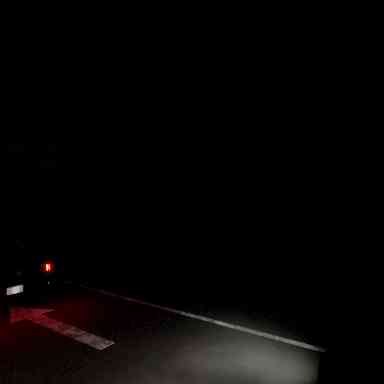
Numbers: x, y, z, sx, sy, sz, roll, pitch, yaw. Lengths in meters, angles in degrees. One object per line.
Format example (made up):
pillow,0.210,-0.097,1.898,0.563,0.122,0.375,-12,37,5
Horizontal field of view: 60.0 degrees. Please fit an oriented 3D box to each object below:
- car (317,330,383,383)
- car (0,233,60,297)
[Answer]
car,3.084,1.526,1.718,4.674,1.442,1.812,0,0,36
car,-5.211,1.601,7.713,4.718,1.301,1.895,0,0,35
